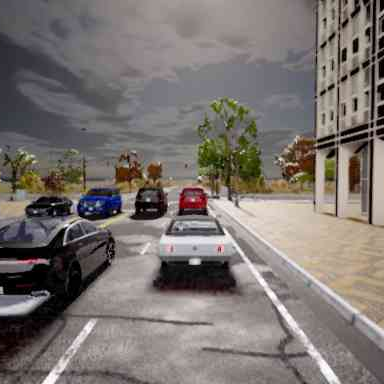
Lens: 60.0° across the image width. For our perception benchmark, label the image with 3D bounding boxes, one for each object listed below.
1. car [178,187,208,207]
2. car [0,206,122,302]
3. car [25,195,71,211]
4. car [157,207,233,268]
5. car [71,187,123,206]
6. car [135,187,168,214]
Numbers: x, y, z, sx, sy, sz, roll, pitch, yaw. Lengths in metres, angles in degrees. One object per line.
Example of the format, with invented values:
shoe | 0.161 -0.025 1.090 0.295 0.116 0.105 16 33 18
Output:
car | 0.089 0.626 26.899 2.150 2.045 5.566 0 1 0
car | -3.175 1.320 7.797 2.128 1.511 4.902 0 1 0
car | -9.843 0.992 23.297 1.837 1.490 4.892 0 1 0
car | 0.086 1.373 10.360 1.895 1.301 4.718 0 1 0
car | -6.593 0.684 24.399 2.150 2.045 5.566 0 1 0
car | -3.163 0.630 26.706 2.150 2.045 5.566 0 1 0
